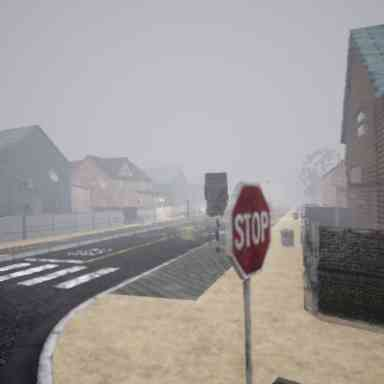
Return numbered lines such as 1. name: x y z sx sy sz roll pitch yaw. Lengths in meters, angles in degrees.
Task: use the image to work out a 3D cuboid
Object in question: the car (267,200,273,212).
1. car: 12.579 2.411 57.268 2.150 2.045 5.566 -2 -2 18
